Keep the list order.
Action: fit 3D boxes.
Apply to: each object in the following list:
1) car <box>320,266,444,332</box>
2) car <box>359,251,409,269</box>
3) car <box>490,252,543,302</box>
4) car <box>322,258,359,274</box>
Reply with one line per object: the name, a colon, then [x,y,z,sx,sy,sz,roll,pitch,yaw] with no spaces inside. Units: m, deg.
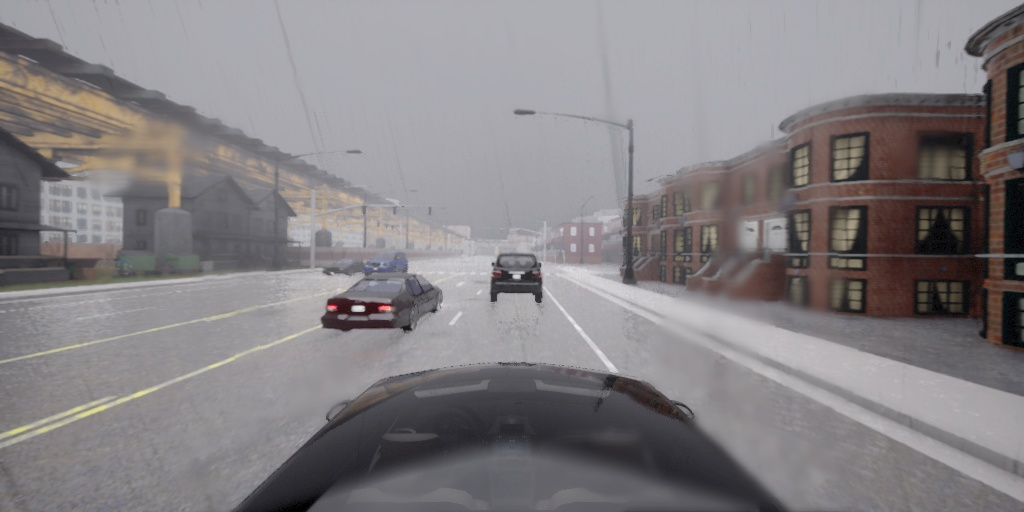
car: [-3.360,1.188,10.380,2.033,1.411,5.357,1,0,0]
car: [-10.319,0.628,29.972,2.150,2.045,5.566,1,0,1]
car: [0.198,0.859,16.411,2.150,2.045,5.566,1,0,0]
car: [-13.817,0.903,30.309,2.033,1.411,5.357,1,0,1]
